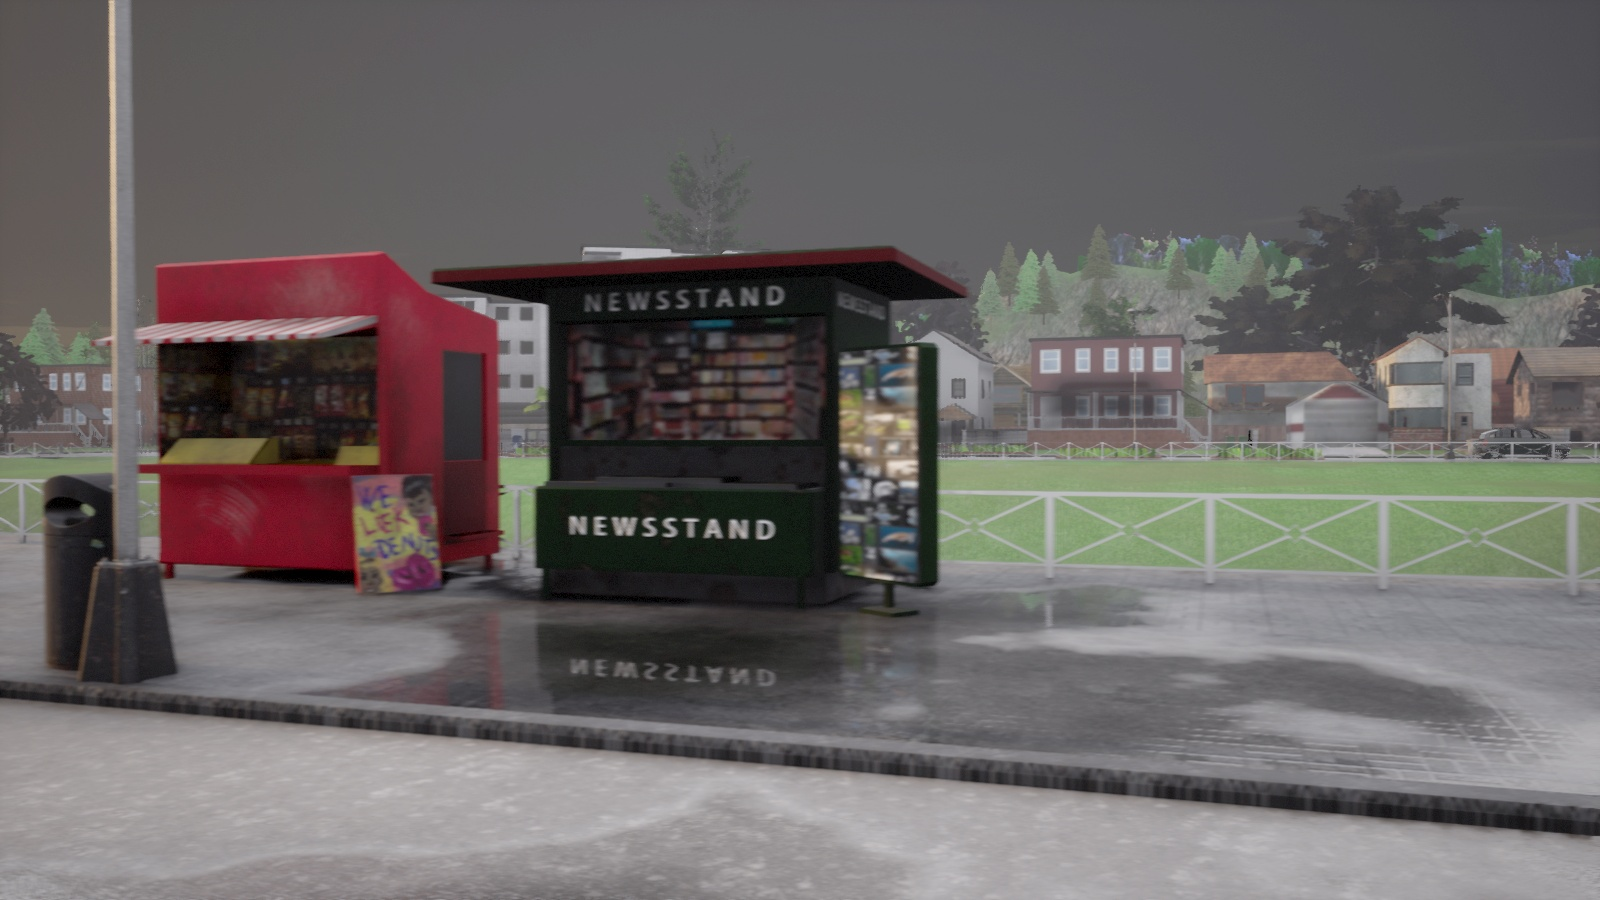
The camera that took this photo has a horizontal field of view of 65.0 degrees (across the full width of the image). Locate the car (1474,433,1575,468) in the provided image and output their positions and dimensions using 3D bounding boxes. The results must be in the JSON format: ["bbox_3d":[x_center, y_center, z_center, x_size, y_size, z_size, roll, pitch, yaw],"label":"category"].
[{"bbox_3d":[33.208,0.007,57.638,3.705,1.549,1.789,0,1,19],"label":"car"}]
